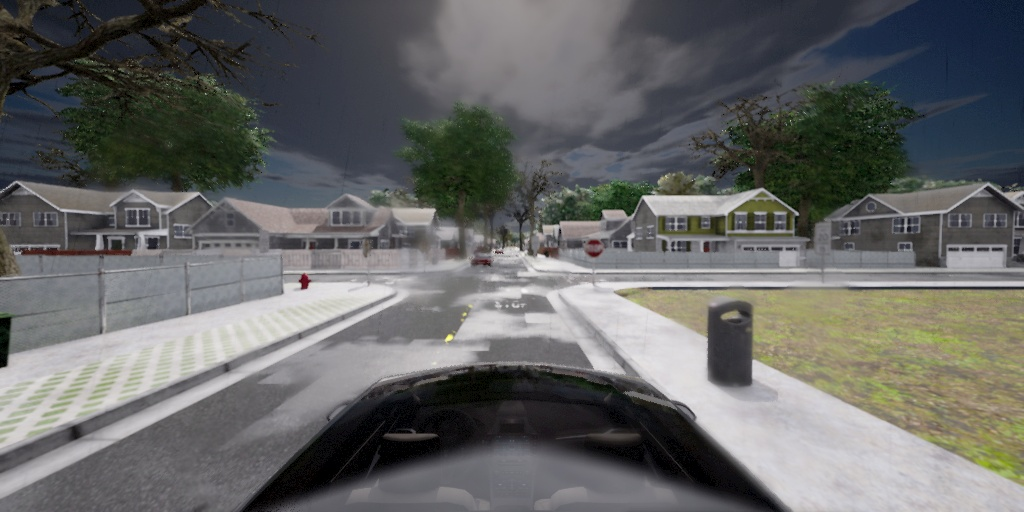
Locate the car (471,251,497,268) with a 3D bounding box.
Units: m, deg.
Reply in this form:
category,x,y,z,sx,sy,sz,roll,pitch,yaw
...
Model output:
category,x,y,z,sx,sy,sz,roll,pitch,yaw
car,-2.752,0.405,33.826,1.895,1.301,4.718,0,2,0
